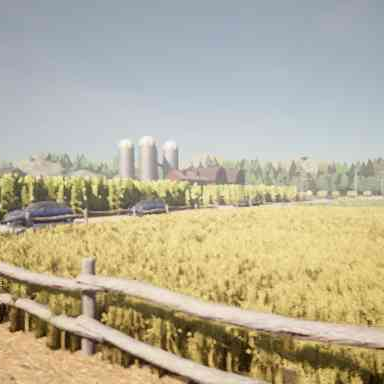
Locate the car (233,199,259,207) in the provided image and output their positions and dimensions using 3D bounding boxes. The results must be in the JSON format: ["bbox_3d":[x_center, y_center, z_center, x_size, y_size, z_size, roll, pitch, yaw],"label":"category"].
[{"bbox_3d":[7.150,1.622,43.398,2.128,1.511,4.902,0,0,35],"label":"car"}]

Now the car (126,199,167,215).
[{"bbox_3d":[-4.390,1.505,32.804,2.097,1.767,4.553,0,0,36],"label":"car"}]

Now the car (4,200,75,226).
[{"bbox_3d":[-10.819,1.505,23.756,2.097,1.767,4.553,0,0,35],"label":"car"}]
